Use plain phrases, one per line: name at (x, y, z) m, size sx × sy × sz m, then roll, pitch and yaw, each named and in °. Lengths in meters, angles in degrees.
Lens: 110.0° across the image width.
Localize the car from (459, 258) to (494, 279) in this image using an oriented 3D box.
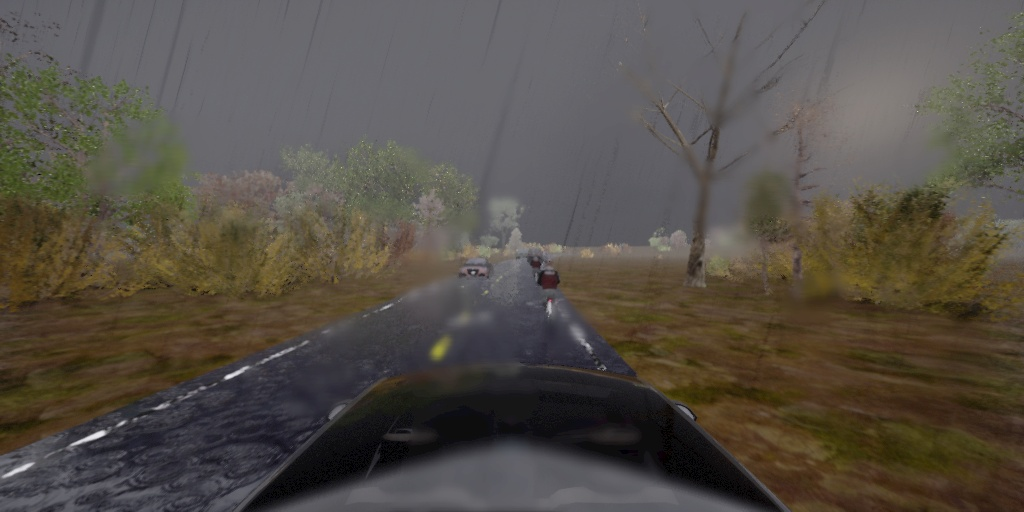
car at (-2.362, 0.814, 24.721) m, size 1.994 × 1.385 × 4.181 m, roll 0°, pitch 1°, yaw 3°

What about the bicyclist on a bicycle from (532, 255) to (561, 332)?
bicyclist on a bicycle at (0.941, 0.957, 9.260) m, size 0.659 × 1.776 × 1.843 m, roll 0°, pitch 1°, yaw 1°

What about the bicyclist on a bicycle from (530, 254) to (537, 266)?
bicyclist on a bicycle at (1.261, 0.747, 18.970) m, size 0.659 × 1.776 × 1.843 m, roll 0°, pitch 1°, yaw 3°

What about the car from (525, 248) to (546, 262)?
car at (3.639, -0.168, 54.954) m, size 2.150 × 2.045 × 5.566 m, roll 0°, pitch 1°, yaw 7°
